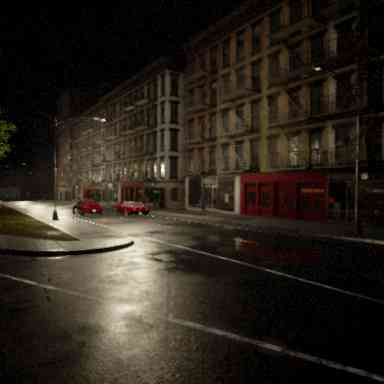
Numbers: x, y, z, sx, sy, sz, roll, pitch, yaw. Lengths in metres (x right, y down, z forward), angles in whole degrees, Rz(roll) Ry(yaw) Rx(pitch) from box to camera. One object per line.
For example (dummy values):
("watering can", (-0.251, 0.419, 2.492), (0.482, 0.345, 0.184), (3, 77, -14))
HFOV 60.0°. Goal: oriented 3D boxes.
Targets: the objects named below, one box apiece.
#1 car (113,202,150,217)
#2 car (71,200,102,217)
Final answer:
("car", (-5.665, 1.529, 30.507), (1.895, 1.301, 4.718), (0, 0, -33))
("car", (-9.765, 1.447, 30.837), (1.812, 1.442, 4.674), (0, 0, -33))
